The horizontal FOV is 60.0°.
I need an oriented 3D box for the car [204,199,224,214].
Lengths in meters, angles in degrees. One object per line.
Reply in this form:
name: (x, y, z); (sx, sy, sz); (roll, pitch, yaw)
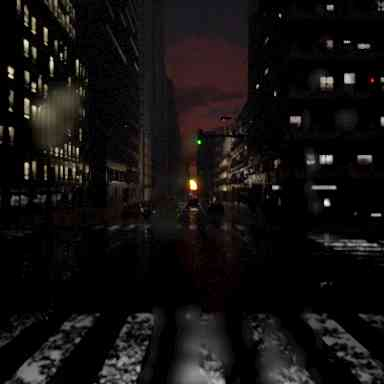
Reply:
car: (2.729, 1.806, 38.122); (2.008, 1.369, 4.403); (-1, 0, 0)

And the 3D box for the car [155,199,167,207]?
car: (-5.618, 1.990, 60.751); (1.802, 1.307, 4.206); (-1, 0, 0)

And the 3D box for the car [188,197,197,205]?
car: (0.159, 1.950, 70.298); (1.882, 1.535, 5.008); (0, 0, 0)

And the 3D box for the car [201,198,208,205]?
car: (2.776, 1.925, 72.050); (1.967, 1.590, 4.097); (-1, 0, 0)

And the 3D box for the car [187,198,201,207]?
car: (0.183, 1.869, 58.207); (1.882, 1.535, 5.008); (0, -1, 0)

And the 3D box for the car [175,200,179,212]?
car: (-3.038, 1.497, 41.093); (2.150, 2.045, 5.566); (0, 0, 0)

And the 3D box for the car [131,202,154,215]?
car: (-5.650, 1.821, 38.134); (1.947, 1.339, 4.313); (-1, 0, 0)

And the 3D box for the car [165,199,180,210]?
car: (-3.017, 1.894, 51.634); (2.033, 1.411, 5.357); (0, 0, 0)

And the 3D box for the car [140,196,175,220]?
car: (-3.061, 1.426, 30.614); (2.150, 2.045, 5.566); (0, 0, 0)

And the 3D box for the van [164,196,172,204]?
van: (-5.598, 1.864, 77.717); (1.690, 1.788, 3.998); (-1, 0, 0)

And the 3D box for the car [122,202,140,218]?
car: (-5.659, 1.742, 32.310); (1.752, 1.417, 4.829); (-1, 0, 0)

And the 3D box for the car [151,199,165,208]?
car: (-5.626, 1.915, 55.097); (1.887, 1.381, 4.507); (-1, 0, 0)
